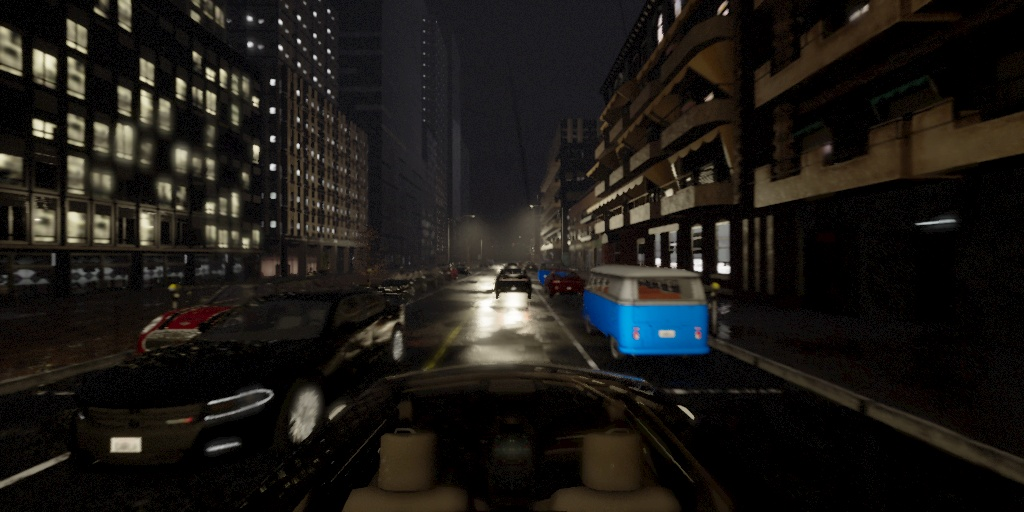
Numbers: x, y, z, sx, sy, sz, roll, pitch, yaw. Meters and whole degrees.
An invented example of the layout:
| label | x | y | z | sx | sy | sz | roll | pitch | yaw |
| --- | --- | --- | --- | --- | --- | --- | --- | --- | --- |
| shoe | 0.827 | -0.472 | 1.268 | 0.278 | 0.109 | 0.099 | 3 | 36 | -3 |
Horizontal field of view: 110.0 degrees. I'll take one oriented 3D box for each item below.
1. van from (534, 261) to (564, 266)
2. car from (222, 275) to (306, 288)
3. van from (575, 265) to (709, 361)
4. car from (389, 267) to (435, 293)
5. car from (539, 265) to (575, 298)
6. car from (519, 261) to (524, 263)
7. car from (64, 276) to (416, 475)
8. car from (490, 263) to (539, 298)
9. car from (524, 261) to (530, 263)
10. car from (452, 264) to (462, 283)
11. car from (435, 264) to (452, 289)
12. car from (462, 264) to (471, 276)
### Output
| label | x | y | z | sx | sy | sz | roll | pitch | yaw |
| --- | --- | --- | --- | --- | --- | --- | --- | --- | --- |
| van | 2.672 | 1.222 | 24.628 | 1.690 | 1.789 | 3.998 | 0 | 0 | 0 |
| car | -5.693 | 1.240 | 8.053 | 1.967 | 1.591 | 4.097 | 0 | 0 | 0 |
| van | 2.688 | 1.121 | 8.060 | 1.690 | 1.789 | 3.998 | 0 | 0 | 0 |
| car | -5.704 | 1.417 | 19.097 | 2.007 | 1.370 | 4.403 | 0 | 0 | 0 |
| car | 2.677 | 1.392 | 19.105 | 1.888 | 1.381 | 4.507 | 0 | 0 | 0 |
| car | 0.061 | 1.488 | 39.919 | 1.837 | 1.490 | 4.892 | 0 | 0 | 0 |
| car | -3.099 | 1.256 | 5.376 | 1.882 | 1.535 | 5.008 | 0 | 0 | 0 |
| car | 0.074 | 1.345 | 19.213 | 2.128 | 1.511 | 4.902 | 0 | 0 | 0 |
| car | 2.645 | 1.622 | 52.242 | 1.948 | 1.339 | 4.313 | 0 | 0 | 0 |
| car | -5.715 | 1.374 | 30.144 | 1.967 | 1.591 | 4.097 | 0 | 0 | 0 |
| car | -5.709 | 1.451 | 24.620 | 2.007 | 1.370 | 4.403 | 0 | 0 | 0 |
| car | -5.726 | 1.569 | 41.189 | 1.948 | 1.339 | 4.313 | 0 | 0 | 0 |
